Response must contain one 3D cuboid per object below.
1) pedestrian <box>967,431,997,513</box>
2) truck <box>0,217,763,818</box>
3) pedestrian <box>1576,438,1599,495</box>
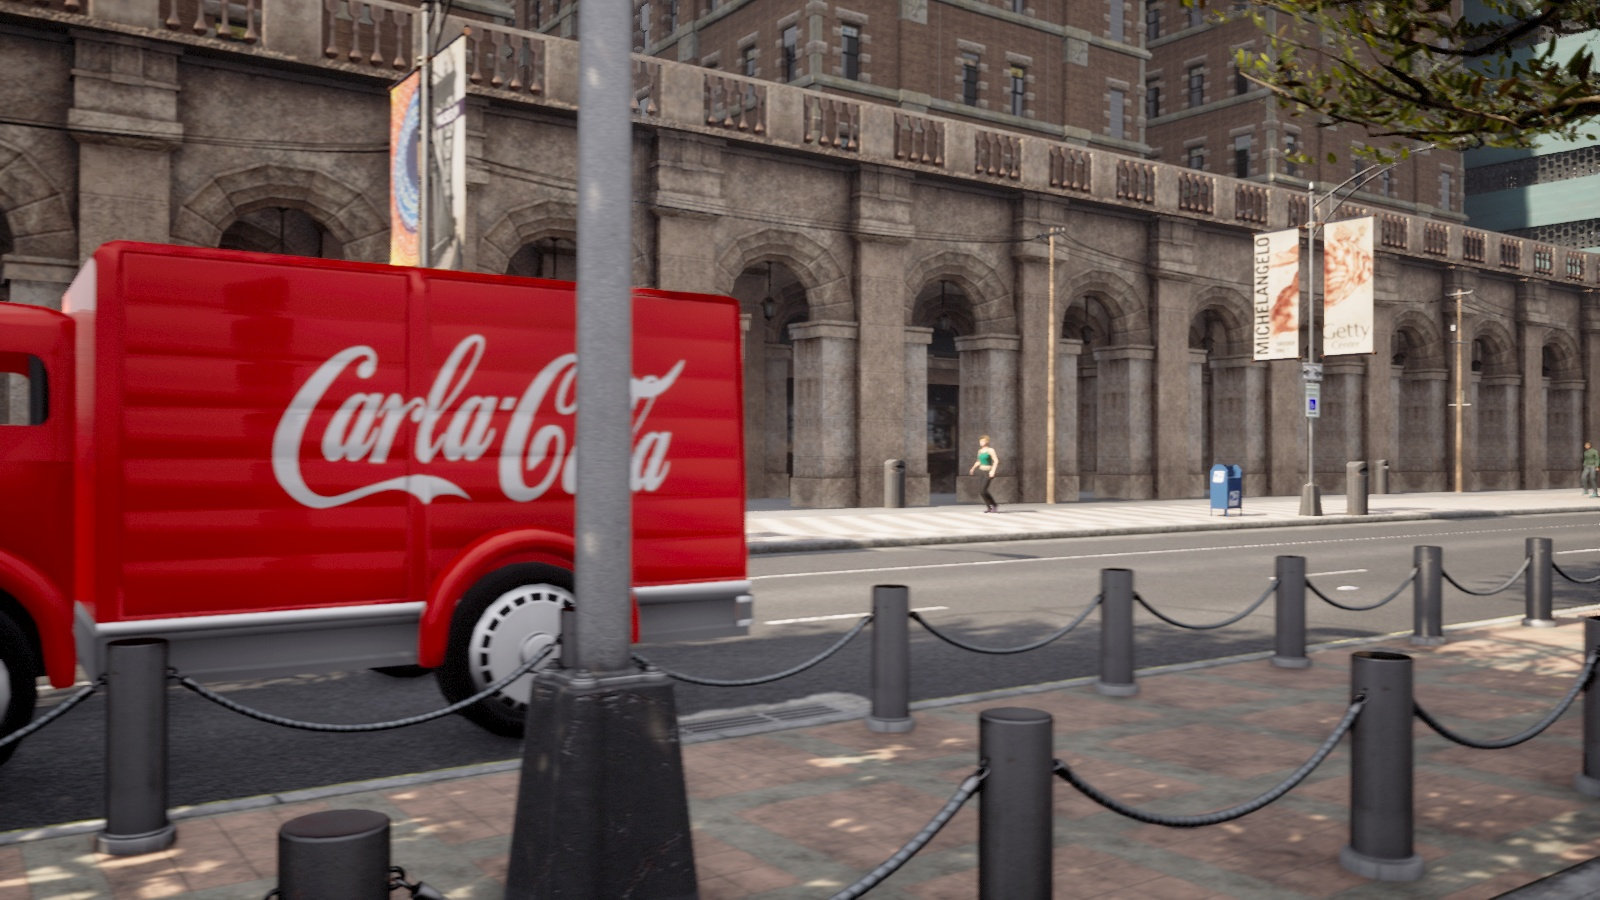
[{"bbox_3d":[4.145,0.496,28.555,0.594,1.836,0.345,0,0,-35],"label":"pedestrian"},{"bbox_3d":[-3.107,0.279,6.852,5.204,2.467,2.627,0,0,-34],"label":"truck"},{"bbox_3d":[25.715,0.523,40.928,0.614,1.847,0.353,0,0,-11],"label":"pedestrian"}]
